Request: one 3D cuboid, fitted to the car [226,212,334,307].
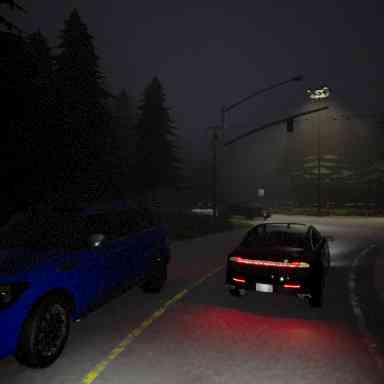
[{"bbox_3d":[2.296,1.492,8.128,2.128,1.511,4.902,0,0,25],"label":"car"}]

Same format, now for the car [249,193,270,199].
[{"bbox_3d":[12.989,1.250,64.178,2.150,2.045,5.566,0,0,42],"label":"car"}]

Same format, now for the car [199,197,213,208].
[{"bbox_3d":[2.141,1.531,45.142,1.837,1.490,4.892,0,0,12],"label":"car"}]

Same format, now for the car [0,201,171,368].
[{"bbox_3d":[-2.243,1.221,6.315,2.150,2.045,5.566,0,0,19],"label":"car"}]

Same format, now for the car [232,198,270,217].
[{"bbox_3d":[4.750,1.518,28.417,2.128,1.511,4.902,0,0,-24],"label":"car"}]
